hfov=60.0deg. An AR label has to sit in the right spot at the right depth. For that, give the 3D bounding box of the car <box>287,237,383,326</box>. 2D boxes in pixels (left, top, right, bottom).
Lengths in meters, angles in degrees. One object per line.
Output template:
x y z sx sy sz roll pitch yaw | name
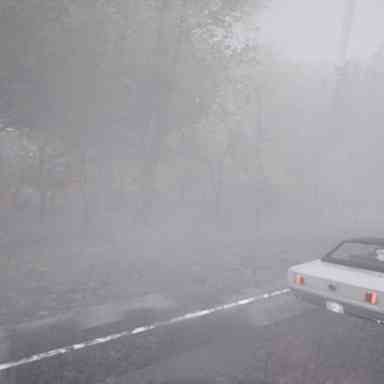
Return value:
4.140 1.582 6.701 4.718 1.301 1.895 0 0 -35 | car
